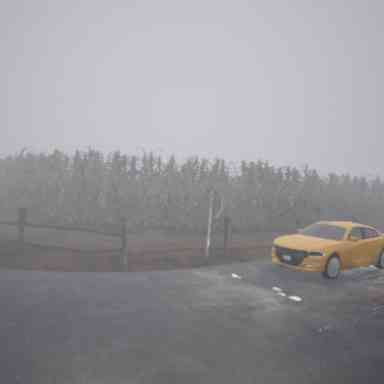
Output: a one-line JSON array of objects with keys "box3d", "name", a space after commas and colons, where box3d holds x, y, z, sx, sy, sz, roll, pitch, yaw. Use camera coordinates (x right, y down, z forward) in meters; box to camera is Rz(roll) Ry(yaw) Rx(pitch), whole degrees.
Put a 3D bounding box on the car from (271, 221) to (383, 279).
[{"box3d": [4.726, 1.713, 10.955, 5.008, 1.535, 1.882, 3, 0, -36], "name": "car"}]
